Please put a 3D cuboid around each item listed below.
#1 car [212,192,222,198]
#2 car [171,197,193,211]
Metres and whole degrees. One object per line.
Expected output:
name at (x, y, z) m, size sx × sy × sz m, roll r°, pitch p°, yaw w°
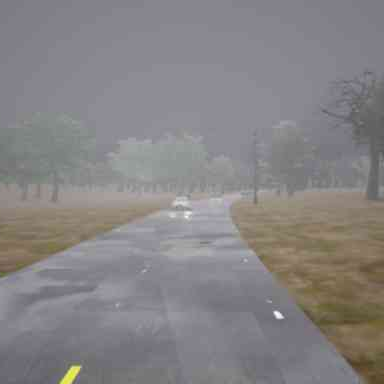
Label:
car at (5.732, 0.764, 76.434) m, size 1.895 × 1.301 × 4.718 m, roll 0°, pitch 1°, yaw 12°
car at (-1.076, 1.242, 35.981) m, size 1.812 × 1.442 × 4.674 m, roll 0°, pitch 1°, yaw 6°
